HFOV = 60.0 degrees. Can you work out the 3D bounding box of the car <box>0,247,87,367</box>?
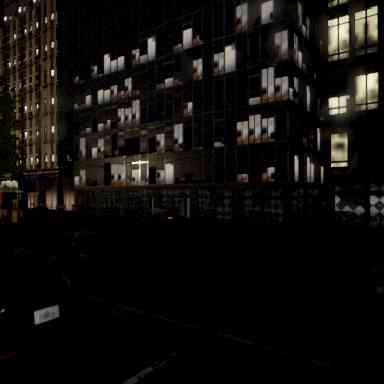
[{"bbox_3d":[-3.509,1.572,5.373,4.313,1.339,1.947,0,0,35],"label":"car"}]
